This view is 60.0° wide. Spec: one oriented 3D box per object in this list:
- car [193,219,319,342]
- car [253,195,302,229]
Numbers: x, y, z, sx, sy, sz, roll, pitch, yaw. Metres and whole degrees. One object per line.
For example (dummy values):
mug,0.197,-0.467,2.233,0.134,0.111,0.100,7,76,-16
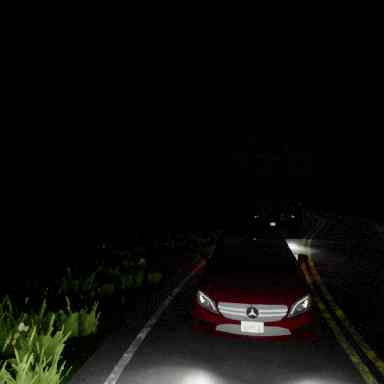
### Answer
car,1.224,1.534,6.710,1.812,1.442,4.674,-1,0,11
car,4.982,1.215,18.885,2.150,2.045,5.566,-2,-1,22
